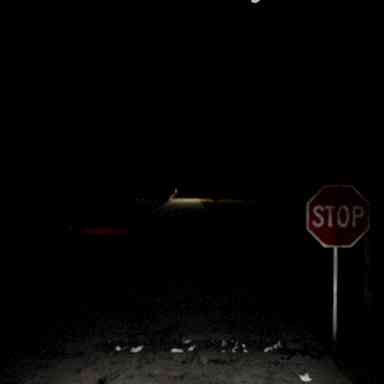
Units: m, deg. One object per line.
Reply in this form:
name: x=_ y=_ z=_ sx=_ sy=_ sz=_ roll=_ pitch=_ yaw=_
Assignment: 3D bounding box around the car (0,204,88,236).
car: x=-7.886 y=1.341 z=16.874 sx=5.008 sy=1.535 sz=1.882 roll=1 pitch=4 yaw=-24
